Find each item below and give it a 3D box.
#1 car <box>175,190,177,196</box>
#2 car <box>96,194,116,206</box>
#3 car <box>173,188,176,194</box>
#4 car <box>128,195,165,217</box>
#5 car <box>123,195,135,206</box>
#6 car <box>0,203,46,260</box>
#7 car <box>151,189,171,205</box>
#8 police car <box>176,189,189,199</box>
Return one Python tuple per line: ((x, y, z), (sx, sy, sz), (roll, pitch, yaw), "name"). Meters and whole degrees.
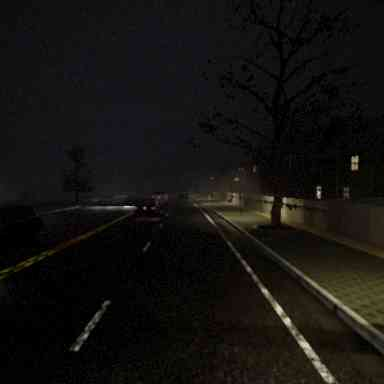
((-2.483, 0.653, 78.388), (1.812, 1.442, 4.674), (0, 1, -5), "car")
((-10.908, 1.046, 42.605), (1.812, 1.442, 4.674), (0, 0, -3), "car")
((-3.029, 0.290, 84.428), (2.150, 2.045, 5.566), (0, 1, -5), "car")
((-3.614, 1.228, 27.355), (2.033, 1.411, 5.357), (0, 1, -2), "car")
((-7.685, 1.074, 43.217), (1.994, 1.385, 4.181), (0, 1, -3), "car")
((-6.668, 1.225, 10.916), (2.097, 1.767, 4.553), (0, 1, 0), "car")
((-4.331, 0.709, 44.927), (2.150, 2.045, 5.566), (0, 1, -3), "car")
((-1.673, 0.656, 68.463), (1.930, 1.638, 5.238), (0, 1, -4), "police car")
